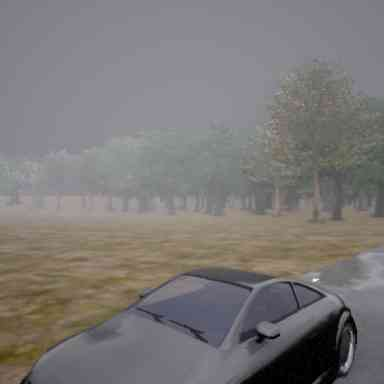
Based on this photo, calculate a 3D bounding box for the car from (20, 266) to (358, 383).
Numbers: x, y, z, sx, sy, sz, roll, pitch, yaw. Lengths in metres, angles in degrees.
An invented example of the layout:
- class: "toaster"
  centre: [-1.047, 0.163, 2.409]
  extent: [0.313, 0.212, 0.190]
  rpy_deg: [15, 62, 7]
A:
- class: "car"
  centre: [0.330, 1.657, 3.874]
  extent: [1.994, 1.385, 4.181]
  rpy_deg: [-1, -2, 44]
